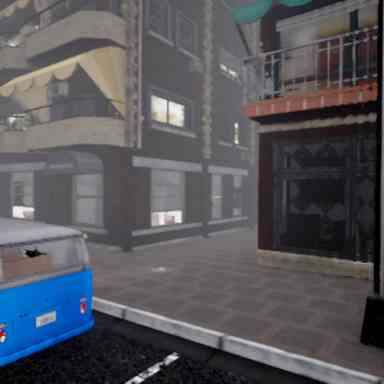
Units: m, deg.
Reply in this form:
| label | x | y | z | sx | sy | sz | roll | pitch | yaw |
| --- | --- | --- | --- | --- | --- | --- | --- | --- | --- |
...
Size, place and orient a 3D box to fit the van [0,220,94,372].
| label | x | y | z | sx | sy | sz | roll | pitch | yaw |
| --- | --- | --- | --- | --- | --- | --- | --- | --- | --- |
| van | -3.326 | 1.353 | 5.232 | 3.998 | 1.788 | 1.690 | 0 | 1 | 36 |
